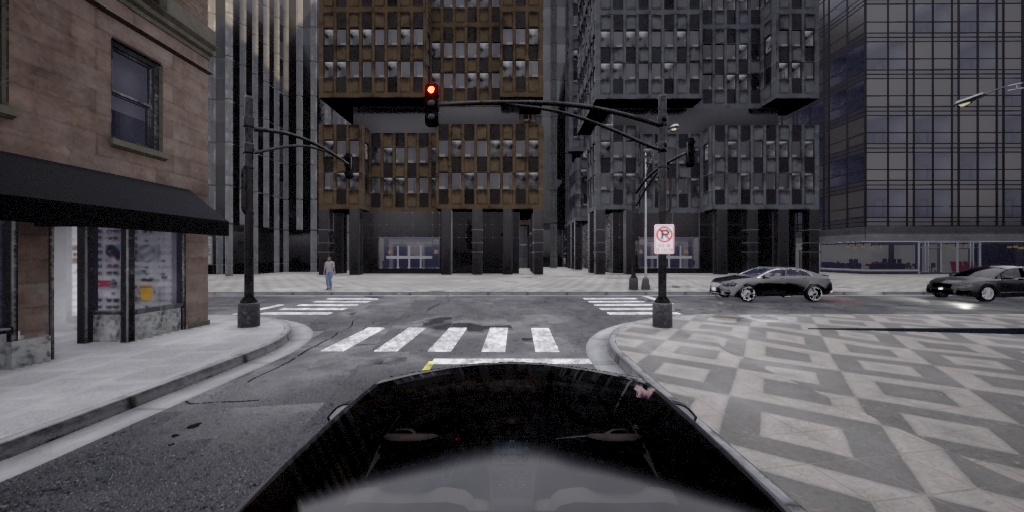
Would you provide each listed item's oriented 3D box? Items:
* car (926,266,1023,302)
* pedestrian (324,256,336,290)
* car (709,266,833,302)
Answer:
[{"bbox_3d":[21.845,1.222,16.225,4.892,1.490,1.837,0,0,0],"label":"car"},{"bbox_3d":[-9.929,0.902,19.476,0.375,1.860,0.375,0,0,0],"label":"pedestrian"},{"bbox_3d":[11.634,1.223,16.297,4.902,1.511,2.128,0,0,0],"label":"car"}]
